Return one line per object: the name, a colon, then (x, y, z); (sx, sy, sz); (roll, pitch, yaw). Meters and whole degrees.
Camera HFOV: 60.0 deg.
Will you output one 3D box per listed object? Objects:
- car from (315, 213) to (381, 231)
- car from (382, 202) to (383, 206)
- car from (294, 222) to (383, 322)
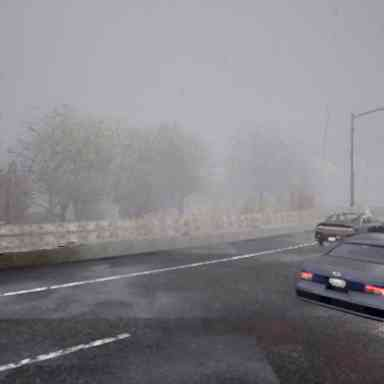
car: (7.290, 1.680, 14.853); (4.902, 1.511, 2.128); (1, -1, -44)
car: (46.067, 2.616, 77.597); (1.994, 1.385, 4.181); (0, 0, 6)
car: (4.411, 1.648, 7.397); (5.357, 1.411, 2.033); (1, -1, -41)
